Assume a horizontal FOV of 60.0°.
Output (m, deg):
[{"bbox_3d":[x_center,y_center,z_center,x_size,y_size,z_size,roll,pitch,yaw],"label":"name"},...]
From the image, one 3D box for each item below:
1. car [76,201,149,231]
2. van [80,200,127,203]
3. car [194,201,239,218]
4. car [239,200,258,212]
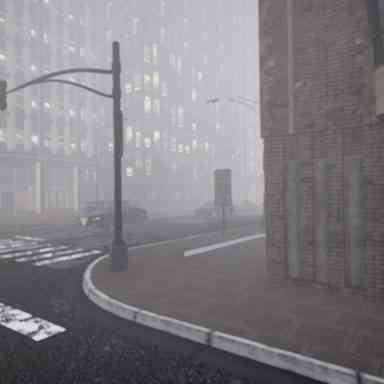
[{"bbox_3d":[-4.849,1.545,21.136,2.128,1.511,4.902,-1,-1,34],"label":"car"},{"bbox_3d":[-6.223,1.445,23.651,1.690,1.788,3.998,-1,-1,36],"label":"van"},{"bbox_3d":[2.078,1.554,30.770,1.882,1.535,5.008,-1,-1,35],"label":"car"},{"bbox_3d":[6.623,1.674,41.552,1.752,1.417,4.829,-1,-1,36],"label":"car"}]
